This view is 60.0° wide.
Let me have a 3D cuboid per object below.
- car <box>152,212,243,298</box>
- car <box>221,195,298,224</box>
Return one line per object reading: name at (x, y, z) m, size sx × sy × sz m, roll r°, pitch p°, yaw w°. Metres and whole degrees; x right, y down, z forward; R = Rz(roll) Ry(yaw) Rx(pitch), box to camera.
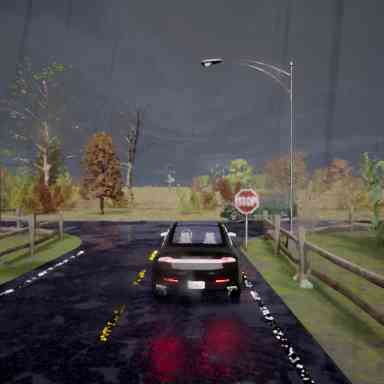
car at (0.152, 1.492, 8.515) m, size 2.128 × 1.511 × 4.902 m, roll 0°, pitch 0°, yaw 2°
car at (4.870, 1.211, 24.293) m, size 5.566 × 2.045 × 2.150 m, roll 0°, pitch 0°, yaw 1°
